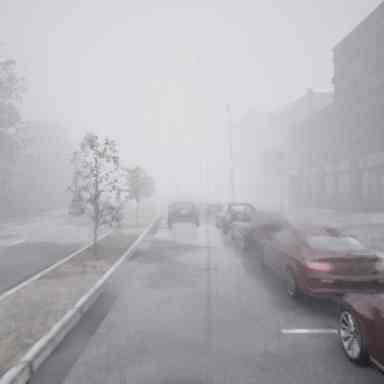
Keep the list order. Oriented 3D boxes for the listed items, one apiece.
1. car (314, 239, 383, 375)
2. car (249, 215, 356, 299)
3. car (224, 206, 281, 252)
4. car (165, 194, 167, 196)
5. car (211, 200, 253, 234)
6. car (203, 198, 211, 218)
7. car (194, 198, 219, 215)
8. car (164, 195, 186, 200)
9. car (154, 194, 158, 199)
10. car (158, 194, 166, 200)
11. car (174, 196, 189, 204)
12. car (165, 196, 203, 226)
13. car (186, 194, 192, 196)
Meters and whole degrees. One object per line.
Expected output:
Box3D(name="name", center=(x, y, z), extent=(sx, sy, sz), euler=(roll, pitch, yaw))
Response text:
Box3D(name="car", center=(3.045, 1.515, 2.826), extent=(2.163, 1.488, 4.792), euler=(0, 0, 0))
Box3D(name="car", center=(2.958, 1.535, 8.354), extent=(2.002, 1.452, 4.674), euler=(0, 0, -1))
Box3D(name="car", center=(2.818, 1.532, 13.956), extent=(2.163, 1.488, 4.792), euler=(0, 0, -1))
Box3D(name="car", center=(-4.144, 1.408, 74.862), extent=(1.946, 1.575, 5.366), euler=(0, 0, -11))
Box3D(name="car", center=(2.586, 1.382, 19.452), extent=(2.185, 1.767, 4.553), euler=(0, 0, -2))
Box3D(name="car", center=(1.908, 1.516, 30.577), extent=(2.231, 1.521, 4.892), euler=(0, 0, -4))
Box3D(name="car", center=(1.462, 1.516, 36.121), extent=(2.097, 1.535, 5.008), euler=(0, 0, -5))
Box3D(name="car", center=(-2.031, 1.521, 41.309), extent=(2.128, 1.511, 4.902), euler=(0, 0, -5))
Box3D(name="car", center=(-8.447, 1.339, 92.399), extent=(2.163, 1.488, 4.792), euler=(0, 0, -15))
Box3D(name="car", center=(-6.646, 1.347, 85.592), extent=(1.946, 1.575, 5.366), euler=(0, 0, -14))
Box3D(name="car", center=(-1.992, 1.469, 63.743), extent=(2.231, 1.521, 4.892), euler=(0, 0, -9))
Box3D(name="car", center=(-0.654, 1.379, 23.691), extent=(2.097, 1.767, 4.553), euler=(0, 0, -3))
Box3D(name="car", center=(0.349, 1.509, 47.388), extent=(1.946, 1.575, 5.366), euler=(0, 0, -6))
